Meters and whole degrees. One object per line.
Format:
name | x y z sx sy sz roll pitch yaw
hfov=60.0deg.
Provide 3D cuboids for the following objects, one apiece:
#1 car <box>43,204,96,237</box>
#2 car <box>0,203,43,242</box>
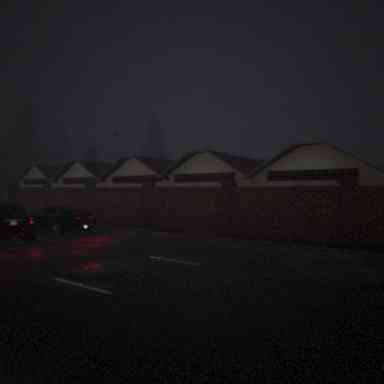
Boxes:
car | -7.173 1.427 17.676 4.892 1.490 1.837 0 0 36
car | -8.904 1.276 14.611 4.553 1.767 2.097 0 0 36
